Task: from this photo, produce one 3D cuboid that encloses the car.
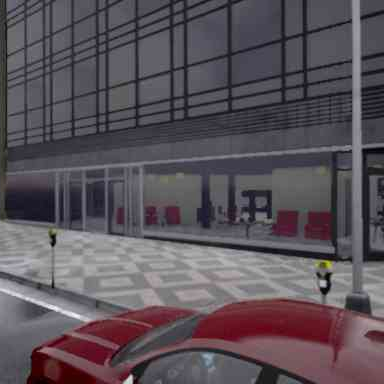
[{"bbox_3d":[0.537,1.540,2.474,4.507,1.381,1.887,0,0,35],"label":"car"}]
